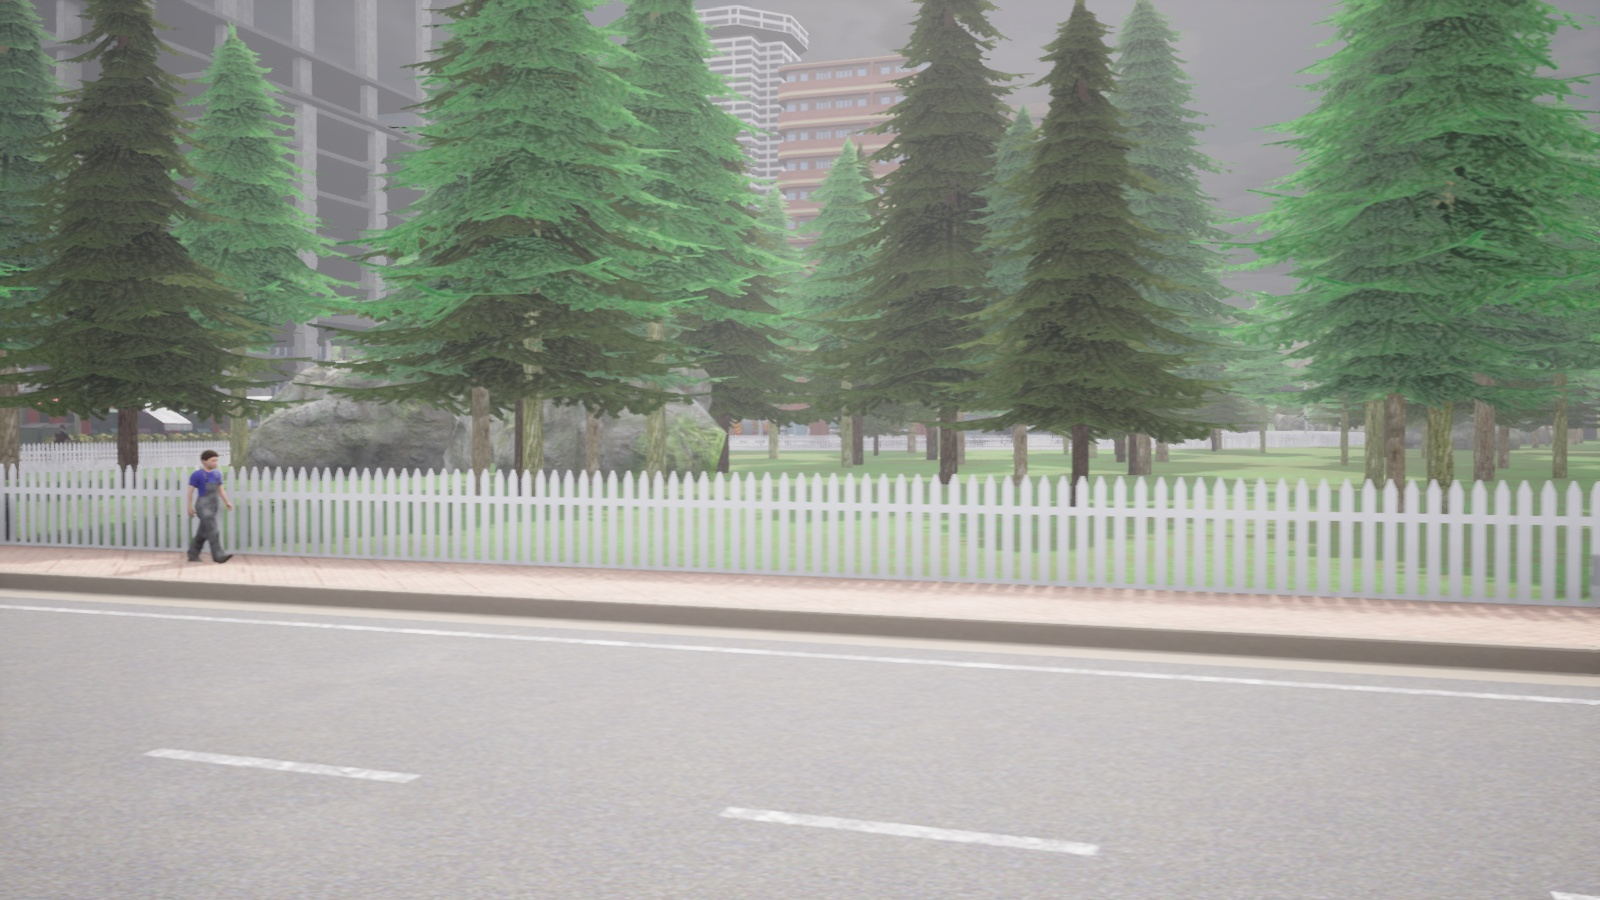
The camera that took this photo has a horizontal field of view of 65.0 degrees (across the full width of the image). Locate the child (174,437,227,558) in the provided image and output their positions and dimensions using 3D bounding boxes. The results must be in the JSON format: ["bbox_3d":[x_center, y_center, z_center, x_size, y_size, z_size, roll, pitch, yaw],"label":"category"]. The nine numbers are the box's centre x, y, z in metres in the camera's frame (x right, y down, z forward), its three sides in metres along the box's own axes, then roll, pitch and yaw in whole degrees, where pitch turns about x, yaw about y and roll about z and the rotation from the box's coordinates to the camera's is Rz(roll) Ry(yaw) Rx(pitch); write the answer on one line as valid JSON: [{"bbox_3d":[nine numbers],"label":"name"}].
[{"bbox_3d":[-6.371,0.494,13.346,0.437,1.263,0.270,1,1,17],"label":"child"}]
